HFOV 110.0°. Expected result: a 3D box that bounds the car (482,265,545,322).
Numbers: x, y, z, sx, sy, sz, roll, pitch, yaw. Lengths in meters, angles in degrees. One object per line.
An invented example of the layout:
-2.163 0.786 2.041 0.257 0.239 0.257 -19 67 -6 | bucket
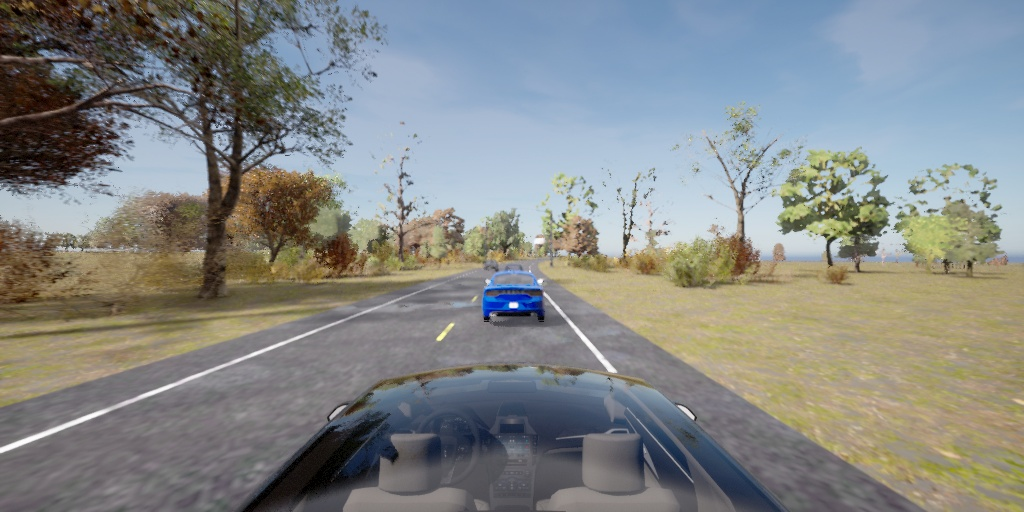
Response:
0.069 1.234 12.451 1.882 1.535 5.008 0 0 1 | car

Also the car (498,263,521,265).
0.164 1.329 28.298 1.994 1.385 4.181 0 0 1 | car

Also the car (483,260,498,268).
-2.863 1.281 50.328 1.837 1.490 4.892 0 0 3 | car
